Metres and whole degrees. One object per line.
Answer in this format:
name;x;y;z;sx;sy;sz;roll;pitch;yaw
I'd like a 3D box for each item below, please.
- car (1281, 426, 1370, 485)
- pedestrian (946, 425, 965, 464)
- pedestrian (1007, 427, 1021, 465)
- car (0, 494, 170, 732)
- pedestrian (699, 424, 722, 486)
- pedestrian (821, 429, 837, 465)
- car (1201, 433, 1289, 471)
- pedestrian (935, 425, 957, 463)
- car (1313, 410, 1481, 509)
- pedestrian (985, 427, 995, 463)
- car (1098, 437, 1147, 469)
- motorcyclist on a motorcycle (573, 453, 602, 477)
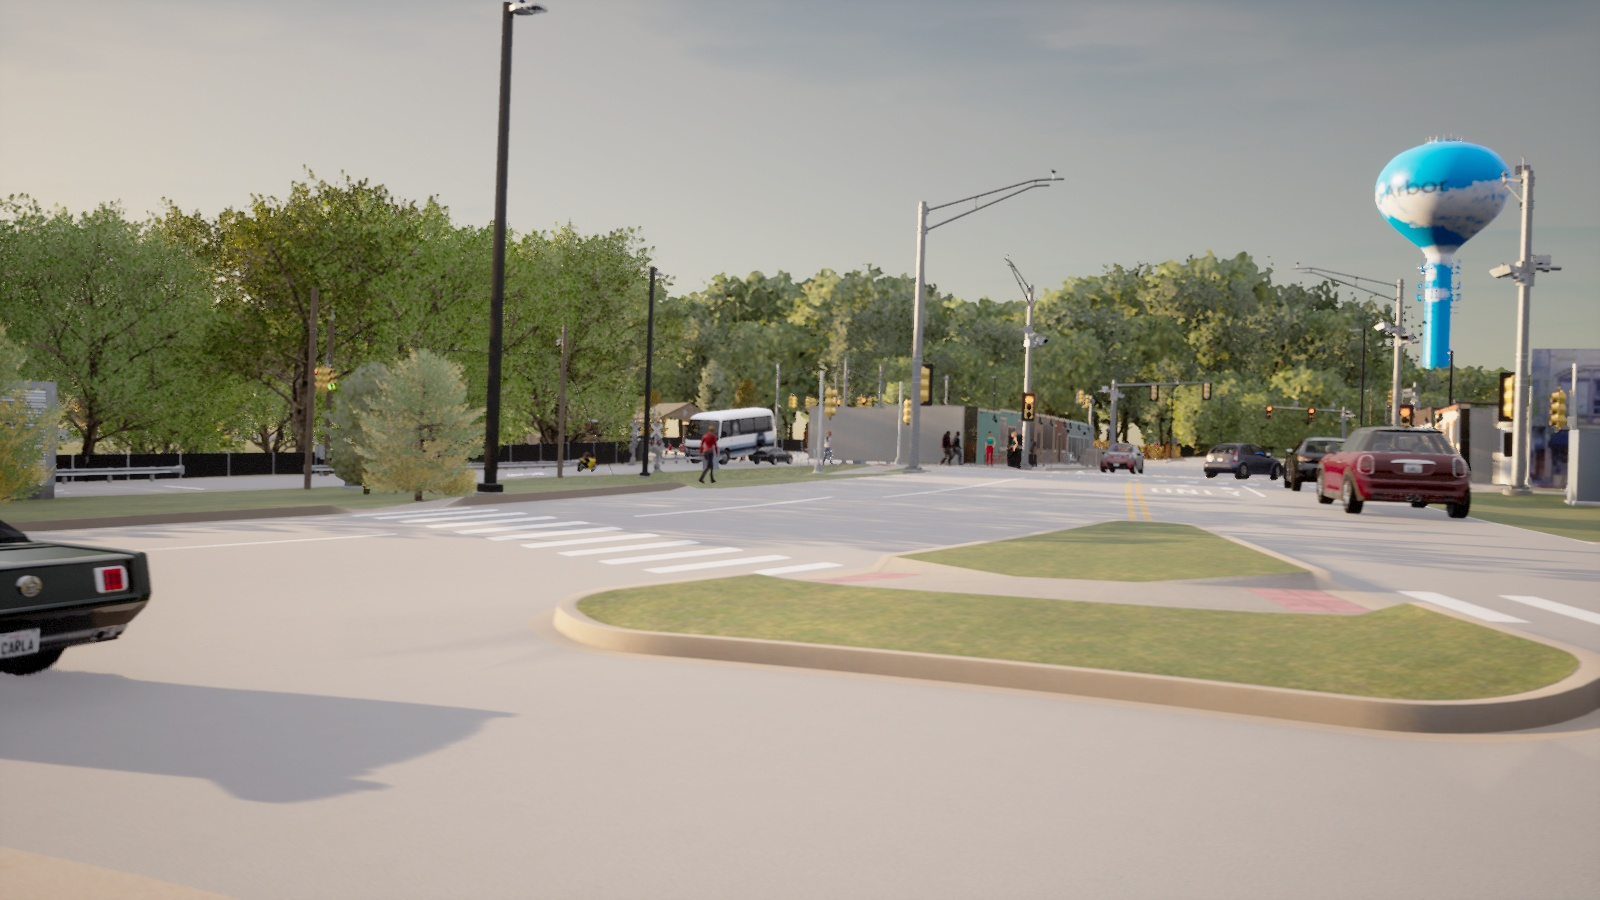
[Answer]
car;14.281;0.127;34.300;1.816;1.474;4.193;1;1;17
pedestrian;7.706;-0.268;62.232;0.849;1.883;0.563;1;0;0
pedestrian;10.335;-0.205;60.668;0.594;1.836;0.345;1;0;20
car;-6.662;0.963;7.989;4.718;1.301;1.895;-1;-1;17
pedestrian;-2.693;0.145;37.938;0.331;1.846;0.636;1;0;34
pedestrian;1.480;-0.157;63.582;0.706;1.836;0.354;1;0;18
car;19.759;0.098;55.723;3.988;1.617;1.851;1;0;-38
pedestrian;7.074;-0.283;60.863;0.899;1.844;0.634;1;0;24
car;11.739;0.110;25.040;2.097;1.767;4.553;1;2;14
pedestrian;9.730;-0.263;64.309;0.345;1.836;0.594;1;0;20
car;16.092;0.147;62.546;1.845;1.501;3.633;1;0;23
motorcyclist on a motorcycle;-13.974;0.956;82.654;0.797;1.523;2.044;1;2;28
